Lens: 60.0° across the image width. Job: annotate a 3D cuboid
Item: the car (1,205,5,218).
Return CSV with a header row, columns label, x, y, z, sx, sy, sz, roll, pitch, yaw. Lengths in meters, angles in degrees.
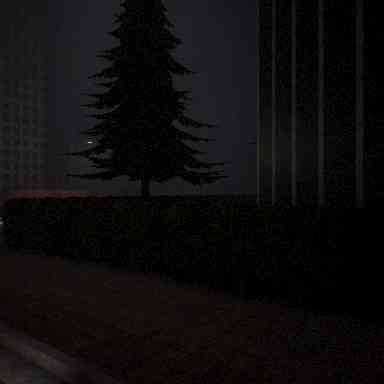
label,x,y,z,sx,sy,sz,roll,pitch,yaw
car,-13.066,1.560,28.373,1.837,1.490,4.892,0,0,36
